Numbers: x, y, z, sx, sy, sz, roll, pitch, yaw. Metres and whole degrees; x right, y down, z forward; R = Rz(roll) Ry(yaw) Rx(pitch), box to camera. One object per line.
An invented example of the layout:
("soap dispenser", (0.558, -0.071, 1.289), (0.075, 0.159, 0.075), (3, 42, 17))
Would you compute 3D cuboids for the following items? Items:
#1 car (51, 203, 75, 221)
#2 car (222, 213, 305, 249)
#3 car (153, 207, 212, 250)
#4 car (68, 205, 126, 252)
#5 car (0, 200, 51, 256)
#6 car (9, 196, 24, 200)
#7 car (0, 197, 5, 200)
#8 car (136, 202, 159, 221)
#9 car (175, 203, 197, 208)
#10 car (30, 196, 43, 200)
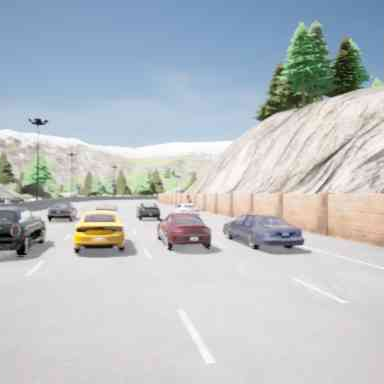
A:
("car", (-10.645, 1.611, 27.528), (2.033, 1.411, 5.357), (1, 0, -13))
("car", (3.051, 1.699, 15.377), (2.033, 1.411, 5.357), (1, 0, -13))
("car", (-0.438, 1.629, 14.938), (1.812, 1.442, 4.674), (1, 0, -13))
("car", (-3.863, 1.532, 14.219), (1.882, 1.535, 5.008), (1, 0, -13))
("car", (-7.178, 1.353, 13.031), (2.097, 1.767, 4.553), (1, -1, -13))
("car", (-33.739, 1.550, 63.952), (1.812, 1.442, 4.674), (1, 0, -13))
("car", (-37.144, 1.529, 63.139), (1.994, 1.385, 4.181), (1, 0, -13))
("car", (-3.905, 1.657, 29.452), (2.128, 1.511, 4.902), (1, 0, -13))
("car", (-0.521, 1.740, 30.348), (1.812, 1.442, 4.674), (1, 0, -13))
("car", (-30.335, 1.600, 64.765), (1.812, 1.442, 4.674), (1, 0, -13))
